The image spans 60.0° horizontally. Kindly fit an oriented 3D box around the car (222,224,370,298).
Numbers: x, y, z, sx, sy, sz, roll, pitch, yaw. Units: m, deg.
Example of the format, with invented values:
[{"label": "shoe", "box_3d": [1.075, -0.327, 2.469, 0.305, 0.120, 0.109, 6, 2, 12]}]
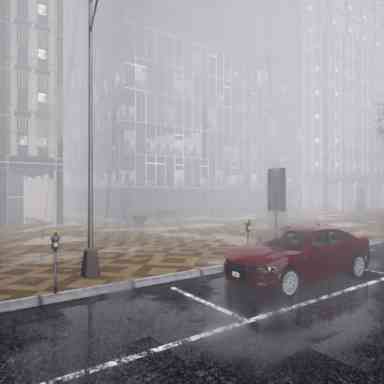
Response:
[{"label": "car", "box_3d": [2.783, 1.545, 8.523, 4.507, 1.381, 1.887, 0, 0, -35]}]
